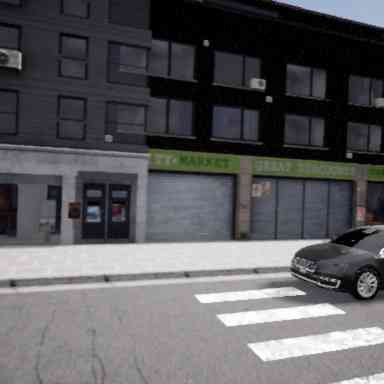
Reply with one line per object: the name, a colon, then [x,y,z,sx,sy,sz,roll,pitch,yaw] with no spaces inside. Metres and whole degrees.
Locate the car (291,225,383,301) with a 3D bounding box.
car: [4.856,1.621,8.385,4.892,1.490,1.837,2,0,-18]
